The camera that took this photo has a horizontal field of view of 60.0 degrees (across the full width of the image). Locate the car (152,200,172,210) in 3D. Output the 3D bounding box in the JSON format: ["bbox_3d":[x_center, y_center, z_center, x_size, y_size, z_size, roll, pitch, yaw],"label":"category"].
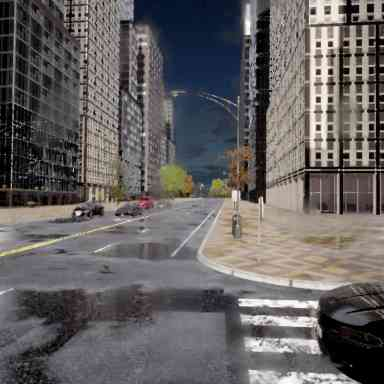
[{"bbox_3d":[-4.497,2.109,54.092,2.128,1.511,4.902,0,-1,6],"label":"car"}]

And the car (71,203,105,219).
[{"bbox_3d":[-10.145,1.819,32.870,2.128,1.511,4.902,0,-1,6],"label":"car"}]

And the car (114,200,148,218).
[{"bbox_3d":[-6.591,1.935,35.540,2.033,1.411,5.357,0,-1,6],"label":"car"}]

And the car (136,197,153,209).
[{"bbox_3d":[-7.731,1.788,54.394,2.150,2.045,5.566,0,-1,6],"label":"car"}]

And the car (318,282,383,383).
[{"bbox_3d":[4.170,1.576,4.015,5.008,1.535,1.882,0,-2,10],"label":"car"}]
